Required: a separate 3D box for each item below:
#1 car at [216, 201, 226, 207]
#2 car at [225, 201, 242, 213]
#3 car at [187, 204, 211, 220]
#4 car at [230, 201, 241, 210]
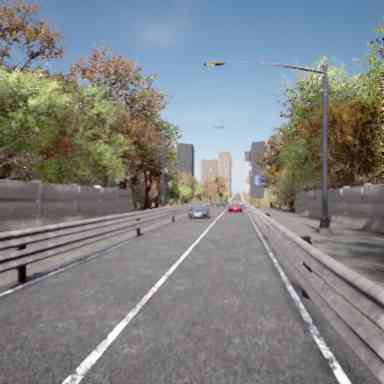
[{"bbox_3d":[6.415,2.697,73.012,1.994,1.385,4.181,0,-2,8],"label":"car"},{"bbox_3d":[6.137,2.188,47.164,1.994,1.385,4.181,0,-1,8],"label":"car"},{"bbox_3d":[0.820,1.897,33.060,1.812,1.442,4.674,0,-1,8],"label":"car"},{"bbox_3d":[7.496,2.310,57.032,1.882,1.535,5.008,0,-1,8],"label":"car"}]
